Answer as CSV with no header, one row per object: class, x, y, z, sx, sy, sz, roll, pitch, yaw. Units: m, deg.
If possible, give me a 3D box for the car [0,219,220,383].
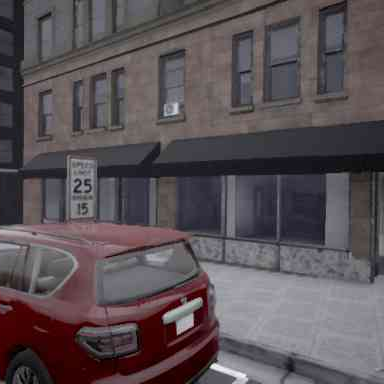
car,-2.007,1.313,4.498,5.009,1.841,2.192,0,1,36
